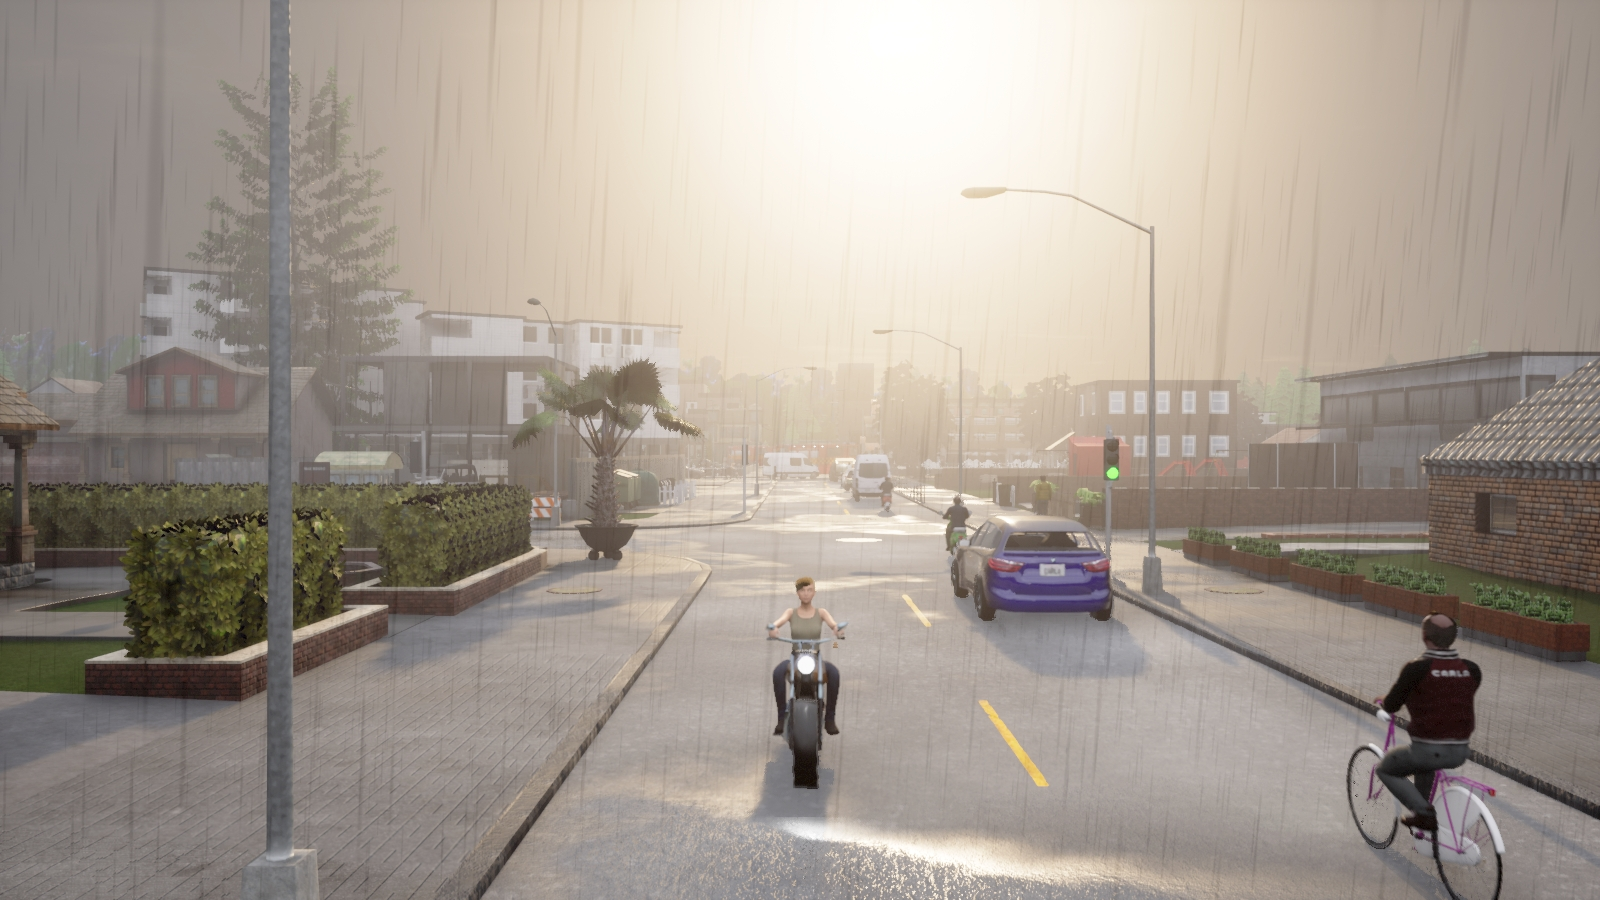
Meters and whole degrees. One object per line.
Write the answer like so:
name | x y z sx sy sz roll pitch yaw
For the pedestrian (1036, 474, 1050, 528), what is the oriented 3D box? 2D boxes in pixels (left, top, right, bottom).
pedestrian | 8.352 1.744 39.334 0.375 1.860 0.375 0 0 -4

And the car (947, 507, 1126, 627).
car | 4.027 1.967 20.350 2.242 1.667 4.611 0 0 0

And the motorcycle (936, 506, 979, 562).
motorcycle | 4.026 2.142 29.384 0.856 1.316 1.805 0 0 0

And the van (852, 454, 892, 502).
van | 4.001 1.535 64.562 1.988 2.561 5.915 0 0 1

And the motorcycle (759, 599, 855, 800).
motorcycle | 0.064 2.155 10.341 0.764 1.307 2.356 0 0 0

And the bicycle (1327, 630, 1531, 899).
bicycle | 4.046 2.060 7.502 0.329 1.471 1.835 0 0 0
